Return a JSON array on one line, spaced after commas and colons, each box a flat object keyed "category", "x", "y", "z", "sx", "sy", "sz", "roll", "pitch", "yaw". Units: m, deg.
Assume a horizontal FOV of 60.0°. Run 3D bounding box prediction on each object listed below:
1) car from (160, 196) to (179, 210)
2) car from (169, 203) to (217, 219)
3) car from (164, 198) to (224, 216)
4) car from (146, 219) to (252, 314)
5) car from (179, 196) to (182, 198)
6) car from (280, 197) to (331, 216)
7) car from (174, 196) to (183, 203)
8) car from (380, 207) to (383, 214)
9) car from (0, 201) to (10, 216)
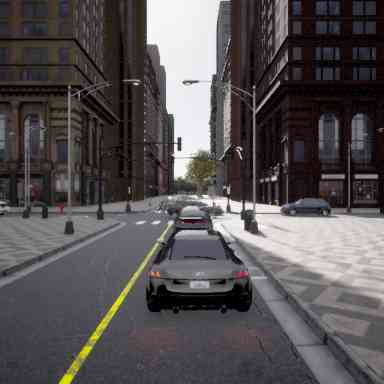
[{"category": "car", "x": -3.083, "y": 1.547, "z": 43.089, "sx": 2.033, "sy": 1.411, "sz": 5.357, "roll": 0, "pitch": 0, "yaw": 0}, {"category": "car", "x": 0.064, "y": 1.505, "z": 16.632, "sx": 1.837, "sy": 1.490, "sz": 4.892, "roll": 0, "pitch": 0, "yaw": 0}, {"category": "car", "x": 0.315, "y": 1.505, "z": 28.884, "sx": 4.892, "sy": 1.490, "sz": 1.837, "roll": 0, "pitch": 0, "yaw": 0}, {"category": "car", "x": 0.110, "y": 1.564, "z": 7.724, "sx": 1.994, "sy": 1.385, "sz": 4.181, "roll": 0, "pitch": 0, "yaw": -1}, {"category": "car", "x": -3.081, "y": 1.494, "z": 52.850, "sx": 2.128, "sy": 1.511, "sz": 4.902, "roll": 0, "pitch": 0, "yaw": 0}, {"category": "car", "x": 10.869, "y": 1.388, "z": 32.115, "sx": 4.553, "sy": 1.767, "sz": 2.097, "roll": 0, "pitch": 0, "yaw": 1}, {"category": "car", "x": -2.986, "y": 1.549, "z": 73.497, "sx": 1.812, "sy": 1.442, "sz": 4.674, "roll": 0, "pitch": 0, "yaw": 0}, {"category": "car", "x": 20.525, "y": 1.630, "z": 32.076, "sx": 4.181, "sy": 1.385, "sz": 1.994, "roll": 0, "pitch": 0, "yaw": 0}, {"category": "car", "x": -18.934, "y": 1.161, "z": 28.909, "sx": 5.566, "sy": 2.045, "sz": 2.150, "roll": 0, "pitch": 0, "yaw": 1}]
